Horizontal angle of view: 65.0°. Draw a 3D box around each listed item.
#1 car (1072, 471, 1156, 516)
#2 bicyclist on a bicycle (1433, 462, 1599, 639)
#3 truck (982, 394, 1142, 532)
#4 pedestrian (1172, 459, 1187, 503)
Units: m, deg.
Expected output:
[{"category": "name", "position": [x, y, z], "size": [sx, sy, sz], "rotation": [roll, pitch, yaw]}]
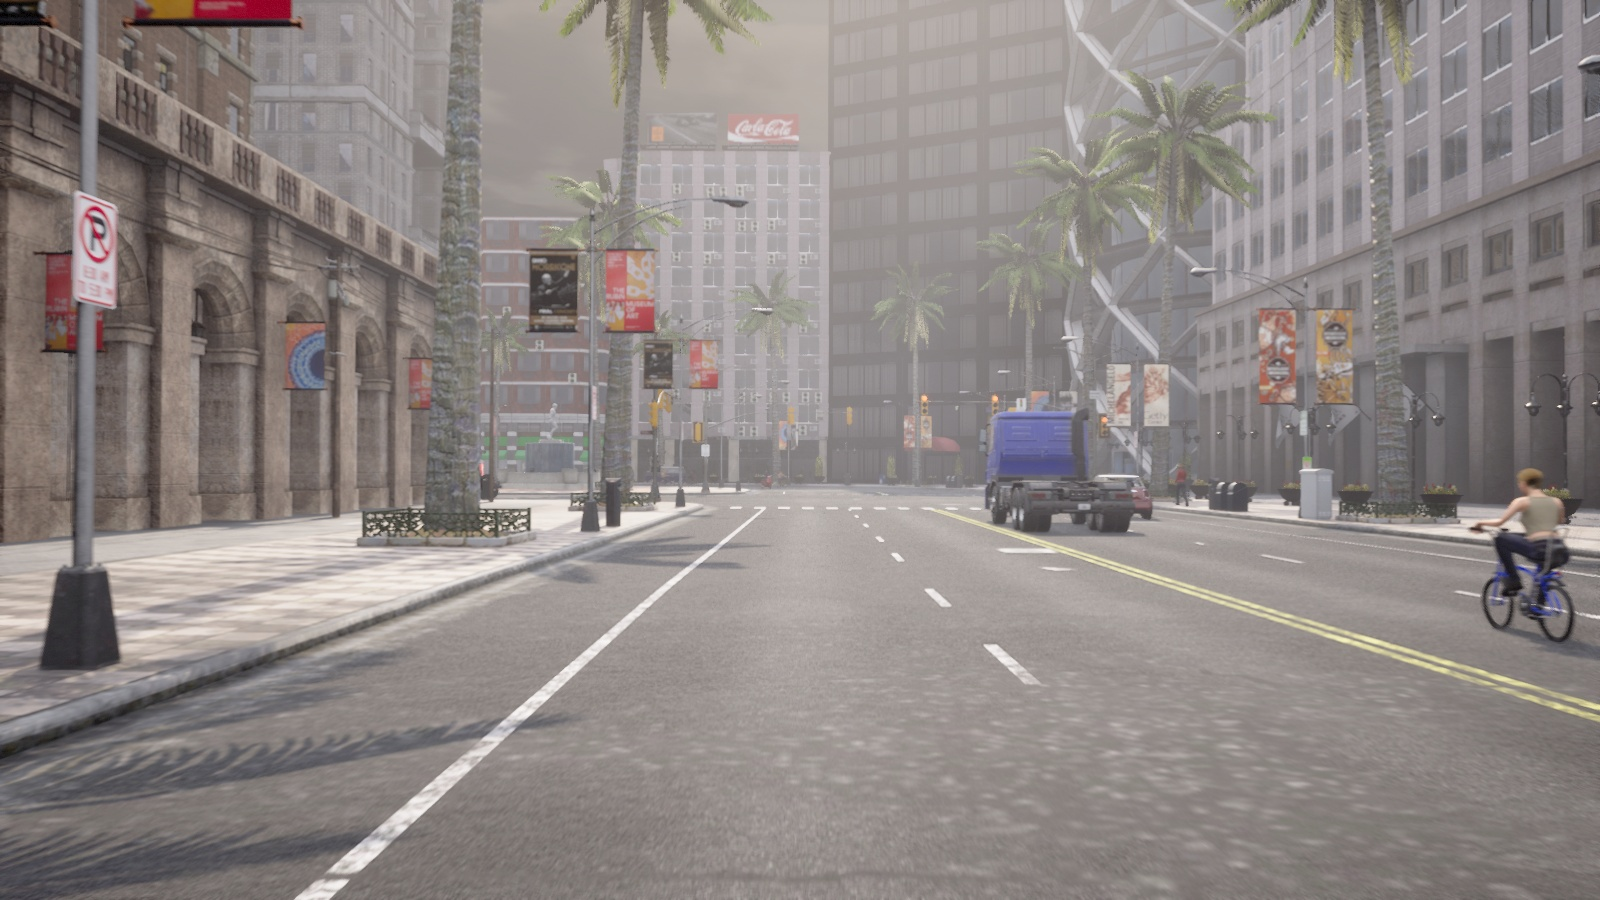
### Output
[{"category": "car", "position": [10.722, 1.460, 43.156], "size": [1.970, 1.475, 3.806], "rotation": [0, -1, 0]}, {"category": "bicyclist on a bicycle", "position": [6.965, 0.928, 12.197], "size": [0.866, 1.612, 1.509], "rotation": [0, -1, 0]}, {"category": "truck", "position": [7.154, 0.398, 35.469], "size": [2.891, 3.462, 7.936], "rotation": [0, -1, 0]}, {"category": "pedestrian", "position": [15.833, 1.284, 52.357], "size": [0.331, 1.846, 0.636], "rotation": [0, -1, -12]}]
